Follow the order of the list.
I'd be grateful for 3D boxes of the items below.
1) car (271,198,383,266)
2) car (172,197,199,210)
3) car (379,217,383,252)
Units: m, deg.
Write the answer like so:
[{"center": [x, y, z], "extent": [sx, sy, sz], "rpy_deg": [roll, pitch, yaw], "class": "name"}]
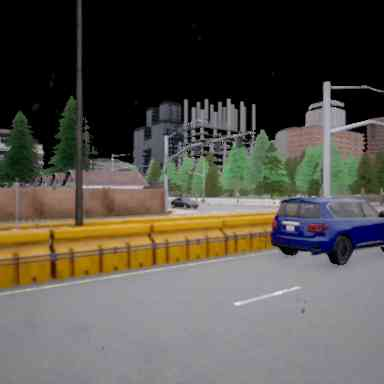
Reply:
[{"center": [5.216, 1.217, 11.785], "extent": [5.566, 2.045, 2.150], "rpy_deg": [0, 0, -35], "class": "car"}, {"center": [-0.929, 1.497, 43.751], "extent": [1.837, 1.490, 4.892], "rpy_deg": [0, 1, -33], "class": "car"}, {"center": [7.332, 1.475, 9.003], "extent": [5.008, 1.535, 1.882], "rpy_deg": [0, 0, -35], "class": "car"}]
